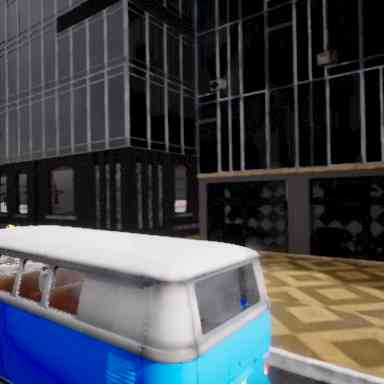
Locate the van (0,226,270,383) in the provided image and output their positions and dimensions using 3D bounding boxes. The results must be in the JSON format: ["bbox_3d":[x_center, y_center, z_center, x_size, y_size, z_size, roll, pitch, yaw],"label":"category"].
[{"bbox_3d":[-1.143,1.347,3.711,3.998,1.788,1.690,0,-1,36],"label":"van"}]
